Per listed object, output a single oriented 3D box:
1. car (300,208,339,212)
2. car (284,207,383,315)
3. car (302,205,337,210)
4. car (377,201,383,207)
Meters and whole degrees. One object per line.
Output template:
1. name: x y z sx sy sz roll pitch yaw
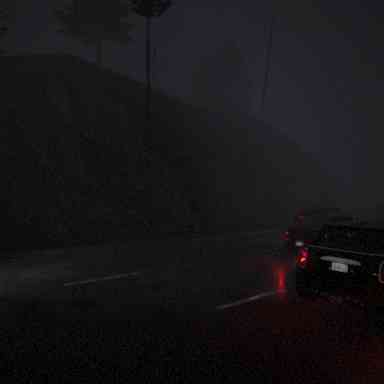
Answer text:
1. car: 5.360 1.566 12.772 4.674 1.442 1.812 0 0 -41
2. car: 4.304 1.376 7.310 4.553 1.767 2.097 0 0 -39
3. car: 7.894 1.568 19.843 4.892 1.490 1.837 0 0 -44
4. car: 19.616 1.585 32.940 1.882 1.535 5.008 0 0 38
